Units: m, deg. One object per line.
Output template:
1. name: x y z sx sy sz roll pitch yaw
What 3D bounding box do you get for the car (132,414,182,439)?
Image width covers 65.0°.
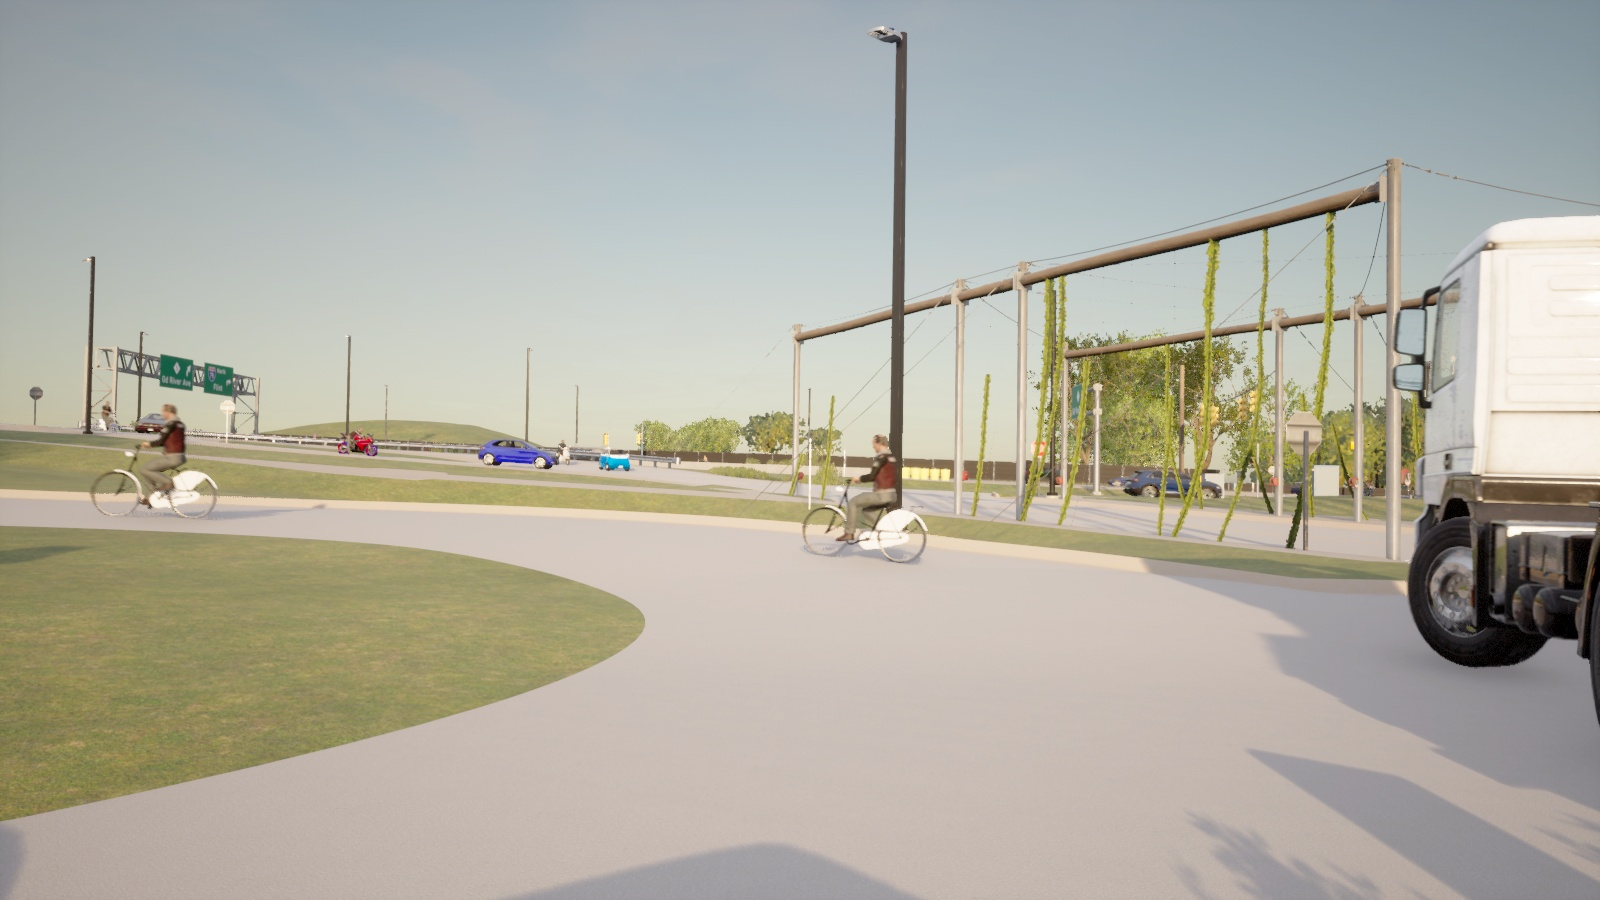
1. car: -42.778 -1.542 83.624 2.033 1.411 5.357 4 -1 -18

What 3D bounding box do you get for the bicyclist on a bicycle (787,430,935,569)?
1. bicyclist on a bicycle: 0.841 0.656 17.425 1.843 1.776 0.659 3 1 25

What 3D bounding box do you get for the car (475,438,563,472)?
1. car: -14.958 0.267 66.911 4.193 1.474 1.816 4 -1 1

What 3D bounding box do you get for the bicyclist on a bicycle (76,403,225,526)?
1. bicyclist on a bicycle: -9.845 0.211 19.074 1.843 1.776 0.659 2 0 -3

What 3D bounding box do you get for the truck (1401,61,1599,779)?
1. truck: 5.679 -0.119 7.098 2.891 3.462 7.936 1 -1 17

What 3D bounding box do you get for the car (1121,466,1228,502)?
1. car: 19.120 1.758 64.295 4.856 1.649 2.033 2 -1 1

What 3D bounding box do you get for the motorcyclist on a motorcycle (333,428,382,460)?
1. motorcyclist on a motorcycle: -23.710 -0.335 67.248 2.191 1.530 0.866 4 -1 3

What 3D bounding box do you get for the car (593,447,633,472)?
1. car: -11.013 0.576 73.950 1.481 1.376 2.207 1 1 -33
